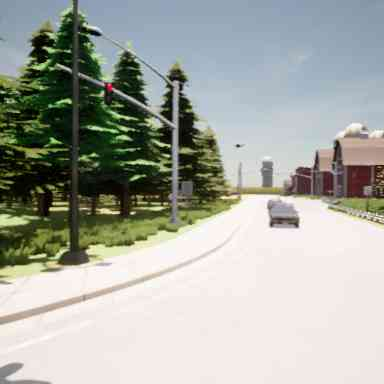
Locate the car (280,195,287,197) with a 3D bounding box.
[{"bbox_3d":[10.461,1.399,41.478,1.994,1.385,4.181,1,0,12],"label":"car"}]

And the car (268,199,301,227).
[{"bbox_3d":[6.125,1.455,22.247,2.033,1.411,5.357,1,0,13],"label":"car"}]
